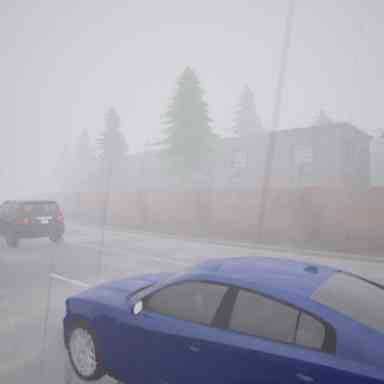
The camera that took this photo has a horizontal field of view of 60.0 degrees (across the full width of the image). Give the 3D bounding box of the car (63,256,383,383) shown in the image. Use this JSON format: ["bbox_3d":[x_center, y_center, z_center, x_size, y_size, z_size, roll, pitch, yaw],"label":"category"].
[{"bbox_3d":[0.524,1.508,3.783,5.008,1.535,1.882,-1,0,37],"label":"car"}]

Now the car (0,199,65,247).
[{"bbox_3d":[-8.148,1.379,16.137,2.150,2.045,5.566,0,-1,-44],"label":"car"}]
